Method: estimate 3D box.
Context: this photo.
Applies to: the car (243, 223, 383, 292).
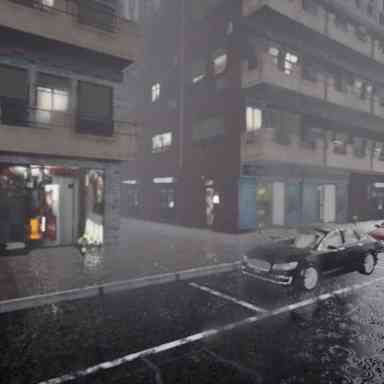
[{"bbox_3d":[3.271,1.545,8.837,4.403,1.369,2.008,0,1,-35],"label":"car"}]
